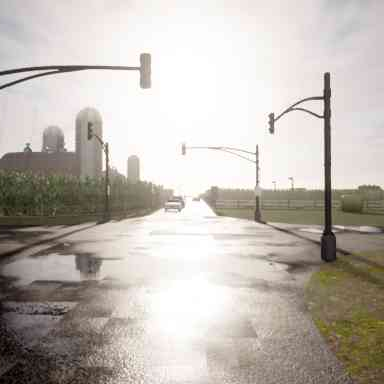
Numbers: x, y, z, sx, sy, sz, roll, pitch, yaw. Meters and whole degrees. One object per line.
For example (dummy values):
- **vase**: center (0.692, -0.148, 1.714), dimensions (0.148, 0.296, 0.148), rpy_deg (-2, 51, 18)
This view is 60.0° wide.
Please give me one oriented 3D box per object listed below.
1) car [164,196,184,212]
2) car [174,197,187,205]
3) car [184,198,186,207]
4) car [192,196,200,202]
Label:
- **car**: center (-2.233, 1.565, 40.126), dimensions (1.812, 1.442, 4.674), rpy_deg (0, 0, 1)
- **car**: center (-2.004, 1.622, 60.134), dimensions (2.033, 1.411, 5.357), rpy_deg (0, 0, 1)
- **car**: center (-2.130, 1.407, 49.953), dimensions (2.097, 1.767, 4.553), rpy_deg (0, 0, 1)
- **car**: center (1.023, 1.726, 80.219), dimensions (1.895, 1.301, 4.718), rpy_deg (0, 0, 1)
